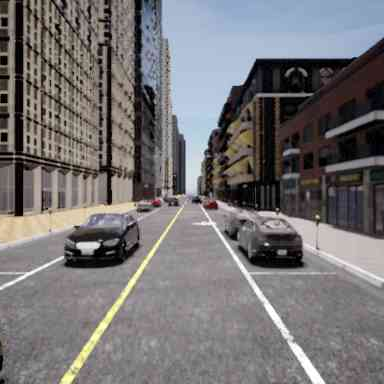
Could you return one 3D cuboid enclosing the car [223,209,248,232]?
[{"bbox_3d":[2.695,1.591,17.781,2.008,1.369,4.403,0,0,0],"label":"car"}]

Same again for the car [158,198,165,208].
[{"bbox_3d":[-5.679,1.671,51.675,1.887,1.381,4.507,0,0,0],"label":"car"}]

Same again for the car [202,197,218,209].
[{"bbox_3d":[2.700,1.692,46.024,1.802,1.307,4.206,0,0,0],"label":"car"}]

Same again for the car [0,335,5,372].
[{"bbox_3d":[-3.095,1.569,2.015,1.994,1.385,4.181,0,0,0],"label":"car"}]

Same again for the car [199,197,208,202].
[{"bbox_3d":[2.707,1.774,79.915,1.947,1.339,4.313,0,0,0],"label":"car"}]

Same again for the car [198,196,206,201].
[{"bbox_3d":[2.708,1.796,91.213,2.008,1.369,4.403,0,0,0],"label":"car"}]

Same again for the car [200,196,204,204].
[{"bbox_3d":[2.701,1.566,51.673,1.967,1.590,4.097,0,0,0],"label":"car"}]

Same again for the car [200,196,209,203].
[{"bbox_3d":[2.705,1.717,74.436,1.752,1.417,4.829,0,0,0],"label":"car"}]

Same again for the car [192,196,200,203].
[{"bbox_3d":[0.826,1.713,79.330,1.837,1.490,4.892,0,0,0],"label":"car"}]

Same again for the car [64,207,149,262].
[{"bbox_3d":[-3.085,1.518,12.291,2.128,1.511,4.902,0,0,0],"label":"car"}]

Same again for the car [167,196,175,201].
[{"bbox_3d":[-5.672,1.796,91.213,2.008,1.369,4.403,0,0,0],"label":"car"}]

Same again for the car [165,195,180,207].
[{"bbox_3d":[-3.047,1.641,55.365,1.837,1.490,4.892,0,0,1],"label":"car"}]

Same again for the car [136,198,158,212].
[{"bbox_3d":[-5.681,1.647,40.377,2.008,1.369,4.403,0,0,0],"label":"car"}]

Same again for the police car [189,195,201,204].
[{"bbox_3d":[0.913,1.602,69.440,1.930,1.638,5.238,0,0,0],"label":"police car"}]

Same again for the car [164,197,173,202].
[{"bbox_3d":[-5.674,1.775,79.917,1.947,1.339,4.313,0,0,0],"label":"car"}]

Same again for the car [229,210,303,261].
[{"bbox_3d":[2.693,1.578,12.133,2.008,1.369,4.403,0,0,0],"label":"car"}]
